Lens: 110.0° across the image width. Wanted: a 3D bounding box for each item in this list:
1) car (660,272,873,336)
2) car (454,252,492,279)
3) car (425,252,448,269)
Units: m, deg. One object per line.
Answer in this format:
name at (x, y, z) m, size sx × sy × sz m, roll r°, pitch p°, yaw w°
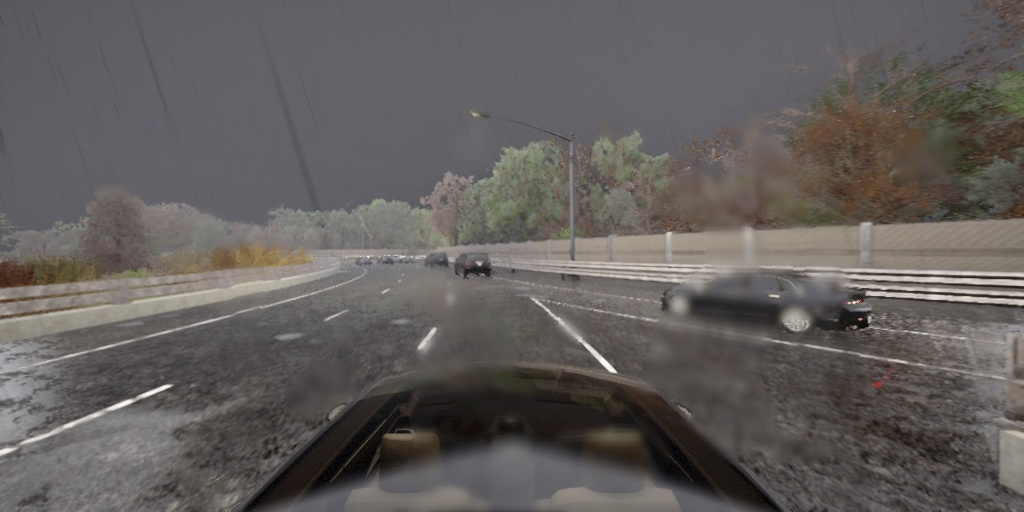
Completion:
car at (6.616, 1.184, 10.030) m, size 1.837 × 1.490 × 4.892 m, roll -2°, pitch 1°, yaw -35°
car at (-3.285, 0.691, 29.357) m, size 2.150 × 2.045 × 5.566 m, roll -1°, pitch 1°, yaw -19°
car at (-10.048, 0.551, 47.722) m, size 2.150 × 2.045 × 5.566 m, roll 0°, pitch 1°, yaw -24°
